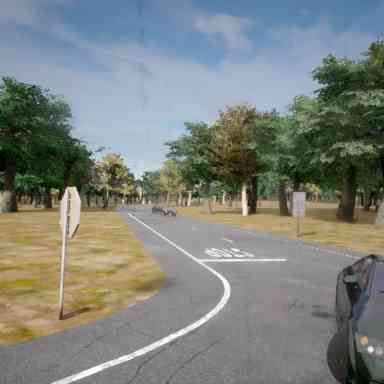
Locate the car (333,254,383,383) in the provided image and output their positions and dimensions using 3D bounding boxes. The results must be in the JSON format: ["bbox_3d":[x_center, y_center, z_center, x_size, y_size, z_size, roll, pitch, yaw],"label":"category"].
[{"bbox_3d":[3.137,1.643,4.667,1.994,1.385,4.181,1,-1,22],"label":"car"}]

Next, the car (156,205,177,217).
[{"bbox_3d":[-3.514,2.849,48.061,1.895,1.301,4.718,3,-2,-13],"label":"car"}]

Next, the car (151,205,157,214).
[{"bbox_3d":[-5.783,2.960,56.904,1.882,1.535,5.008,3,-2,-14],"label":"car"}]
